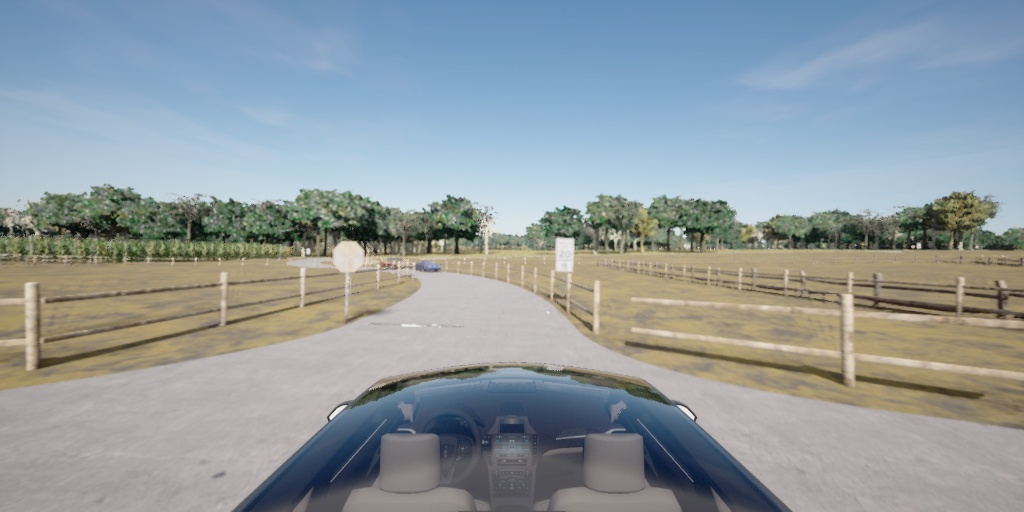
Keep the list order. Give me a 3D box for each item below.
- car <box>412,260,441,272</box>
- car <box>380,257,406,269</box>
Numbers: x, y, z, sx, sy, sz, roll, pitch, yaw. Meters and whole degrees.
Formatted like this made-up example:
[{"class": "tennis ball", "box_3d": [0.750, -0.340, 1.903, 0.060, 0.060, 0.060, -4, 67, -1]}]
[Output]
[{"class": "car", "box_3d": [-10.824, 1.258, 45.190, 2.033, 1.411, 5.357, 1, 0, -37]}, {"class": "car", "box_3d": [-17.665, 0.995, 52.991, 4.553, 1.767, 2.097, 0, 0, 42]}]
